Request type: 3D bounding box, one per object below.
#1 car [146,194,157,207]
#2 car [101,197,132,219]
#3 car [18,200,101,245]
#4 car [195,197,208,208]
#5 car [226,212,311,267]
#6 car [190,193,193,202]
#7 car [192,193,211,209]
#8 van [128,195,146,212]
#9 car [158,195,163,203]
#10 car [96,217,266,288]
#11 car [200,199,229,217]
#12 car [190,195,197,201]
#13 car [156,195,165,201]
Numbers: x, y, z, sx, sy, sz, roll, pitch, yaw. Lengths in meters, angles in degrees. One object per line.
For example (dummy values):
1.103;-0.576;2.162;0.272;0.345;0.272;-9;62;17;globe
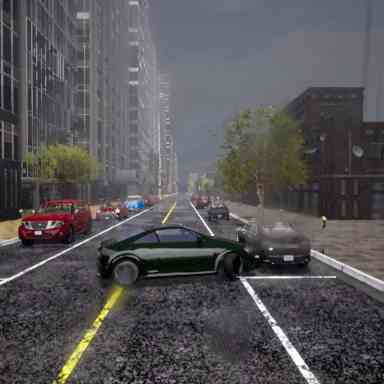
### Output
-6.981;1.299;49.675;2.192;1.841;5.009;-1;0;-1;car
-6.389;1.432;26.816;1.967;1.590;4.097;-1;0;-1;car
-6.190;1.310;15.748;2.192;1.841;5.009;-1;0;-1;car
1.395;1.509;50.056;1.752;1.417;4.829;-1;0;-1;car
2.549;1.548;11.161;2.008;1.369;4.403;-1;0;-1;car
0.813;1.291;72.017;2.192;1.841;5.009;-1;0;-1;car
1.542;1.301;44.353;2.192;1.841;5.009;-1;0;-1;car
-6.690;1.329;38.610;1.690;1.788;3.998;-1;0;-1;van
-7.415;1.522;66.274;1.887;1.381;4.507;-1;0;-1;car
-0.430;1.556;9.039;4.181;1.385;1.994;0;0;-15;car
2.014;1.543;27.021;2.008;1.369;4.403;-1;0;-1;car
0.381;1.551;88.614;1.802;1.307;4.206;-1;0;-1;car
-7.848;1.497;82.703;1.752;1.417;4.829;-1;0;-1;car
